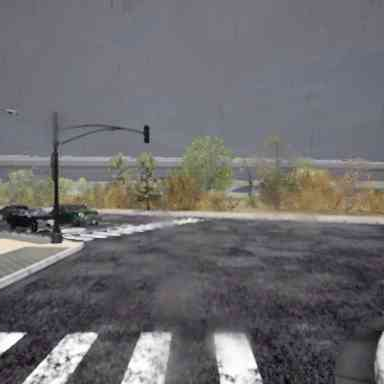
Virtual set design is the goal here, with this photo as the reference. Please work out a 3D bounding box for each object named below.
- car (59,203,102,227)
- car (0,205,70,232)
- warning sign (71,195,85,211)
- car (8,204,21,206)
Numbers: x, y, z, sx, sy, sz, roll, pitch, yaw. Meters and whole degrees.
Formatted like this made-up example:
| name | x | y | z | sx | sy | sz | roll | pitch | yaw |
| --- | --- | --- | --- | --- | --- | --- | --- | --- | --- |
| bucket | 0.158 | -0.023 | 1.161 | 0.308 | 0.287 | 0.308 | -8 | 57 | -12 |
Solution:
| name | x | y | z | sx | sy | sz | roll | pitch | yaw |
| --- | --- | --- | --- | --- | --- | --- | --- | --- | --- |
| car | -9.154 | 1.689 | 26.154 | 4.553 | 1.767 | 2.097 | -1 | 1 | 36 |
| car | -11.294 | 1.919 | 23.696 | 4.902 | 1.511 | 2.128 | -1 | 1 | 36 |
| warning sign | -14.242 | 1.359 | 41.557 | 1.060 | 1.860 | 1.300 | 1 | 1 | 36 |
| car | -16.329 | 1.949 | 31.377 | 4.892 | 1.490 | 1.837 | -1 | 1 | 36 |
